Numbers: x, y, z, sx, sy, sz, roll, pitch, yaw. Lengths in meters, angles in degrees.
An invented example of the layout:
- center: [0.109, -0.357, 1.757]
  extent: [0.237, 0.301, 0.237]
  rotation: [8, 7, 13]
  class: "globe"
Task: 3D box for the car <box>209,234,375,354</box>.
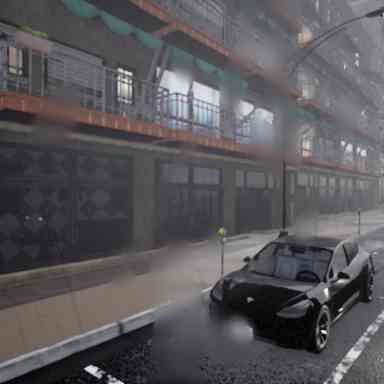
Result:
- center: [2.124, 1.552, 6.274]
  extent: [1.947, 1.339, 4.313]
  rotation: [1, 1, 41]
  class: "car"
